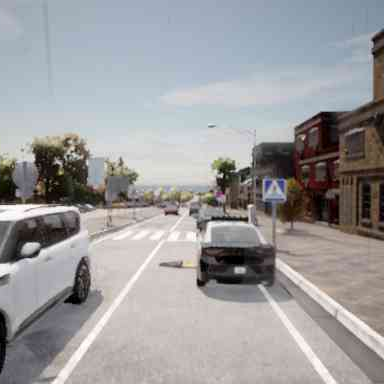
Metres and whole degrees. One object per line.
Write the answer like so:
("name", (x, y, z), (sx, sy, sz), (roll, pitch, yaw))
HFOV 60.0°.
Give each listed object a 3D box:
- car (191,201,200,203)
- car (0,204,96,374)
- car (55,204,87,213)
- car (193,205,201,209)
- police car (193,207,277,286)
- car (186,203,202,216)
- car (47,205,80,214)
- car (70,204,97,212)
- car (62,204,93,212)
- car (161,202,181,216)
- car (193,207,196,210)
("car", (0.646, 2.739, 61.350), (2.150, 2.045, 5.566), (0, -2, 1))
("car", (-3.293, 1.261, 5.338), (2.150, 2.045, 5.566), (0, -1, 0))
("car", (-21.334, 2.887, 58.802), (4.892, 1.521, 2.231), (0, -2, 1))
("car", (1.217, 1.999, 25.746), (1.837, 1.490, 4.892), (0, -2, 1))
("police car", (1.079, 1.508, 9.835), (1.930, 1.638, 5.238), (1, 0, 1))
("car", (0.497, 2.625, 47.441), (1.837, 1.490, 4.892), (0, -2, 1))
("car", (-21.376, 2.831, 55.527), (4.674, 1.452, 2.002), (0, -2, 1))
("car", (-21.259, 3.112, 65.220), (4.674, 1.452, 2.002), (0, -2, 1))
("car", (-21.305, 2.981, 62.074), (5.008, 1.535, 2.097), (0, -2, 1))
("car", (-2.858, 2.580, 46.871), (1.882, 1.535, 5.008), (0, -2, 1))
("car", (1.154, 1.827, 19.743), (1.837, 1.490, 4.892), (0, -2, 1))
